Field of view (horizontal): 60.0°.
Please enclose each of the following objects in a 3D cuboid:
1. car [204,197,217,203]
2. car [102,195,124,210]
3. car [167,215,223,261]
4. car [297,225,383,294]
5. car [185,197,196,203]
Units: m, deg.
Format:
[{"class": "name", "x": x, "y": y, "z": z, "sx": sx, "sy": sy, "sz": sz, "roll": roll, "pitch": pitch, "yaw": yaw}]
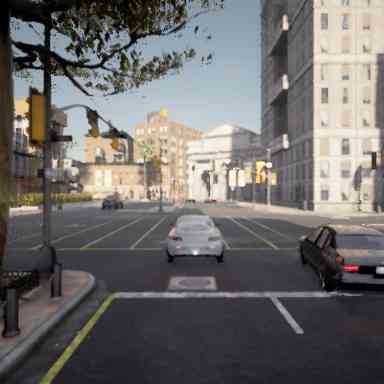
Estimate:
[{"class": "car", "x": 4.192, "y": 1.860, "z": 74.417, "sx": 1.895, "sy": 1.301, "sz": 4.718, "roll": 0, "pitch": 0, "yaw": 20}, {"class": "car", "x": -11.508, "y": 1.452, "z": 48.649, "sx": 2.150, "sy": 2.045, "sz": 5.566, "roll": 0, "pitch": 0, "yaw": 0}, {"class": "car", "x": 0.101, "y": 1.585, "z": 12.335, "sx": 1.812, "sy": 1.442, "sz": 4.674, "roll": 0, "pitch": 0, "yaw": 0}, {"class": "car", "x": 4.142, "y": 1.591, "z": 8.966, "sx": 2.033, "sy": 1.411, "sz": 5.357, "roll": 0, "pitch": 0, "yaw": 9}, {"class": "car", "x": -0.393, "y": 1.763, "z": 74.391, "sx": 1.895, "sy": 1.301, "sz": 4.718, "roll": 0, "pitch": 0, "yaw": -8}]
